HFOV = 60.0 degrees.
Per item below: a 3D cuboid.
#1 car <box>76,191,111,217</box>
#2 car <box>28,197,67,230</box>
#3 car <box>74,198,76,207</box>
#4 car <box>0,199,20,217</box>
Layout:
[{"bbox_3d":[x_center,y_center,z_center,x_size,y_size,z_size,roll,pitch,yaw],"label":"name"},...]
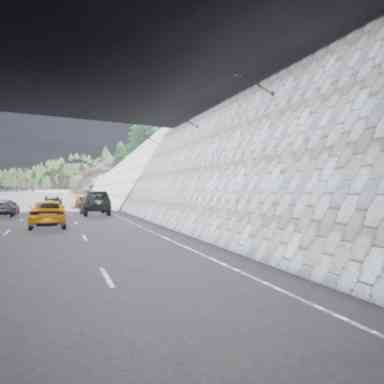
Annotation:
[{"bbox_3d":[-8.414,0.970,28.743,2.150,2.045,5.566,0,0,-23],"label":"car"},{"bbox_3d":[-8.551,1.287,19.784,1.882,1.535,5.008,0,0,-22],"label":"car"},{"bbox_3d":[-13.415,1.113,41.013,1.882,1.535,5.008,0,0,-22],"label":"car"},{"bbox_3d":[-15.250,1.277,26.955,1.994,1.385,4.181,0,0,-22],"label":"car"}]
